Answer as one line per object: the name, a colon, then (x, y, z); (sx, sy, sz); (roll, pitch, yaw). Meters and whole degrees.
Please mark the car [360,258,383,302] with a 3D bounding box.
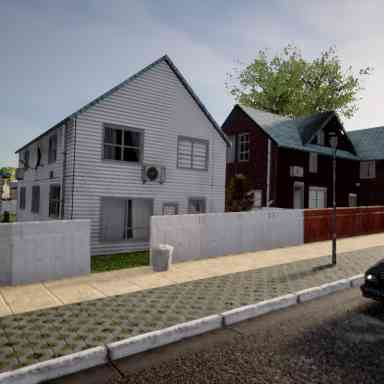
car: (5.863, 1.562, 7.260); (5.357, 1.411, 2.033); (0, 0, -36)
